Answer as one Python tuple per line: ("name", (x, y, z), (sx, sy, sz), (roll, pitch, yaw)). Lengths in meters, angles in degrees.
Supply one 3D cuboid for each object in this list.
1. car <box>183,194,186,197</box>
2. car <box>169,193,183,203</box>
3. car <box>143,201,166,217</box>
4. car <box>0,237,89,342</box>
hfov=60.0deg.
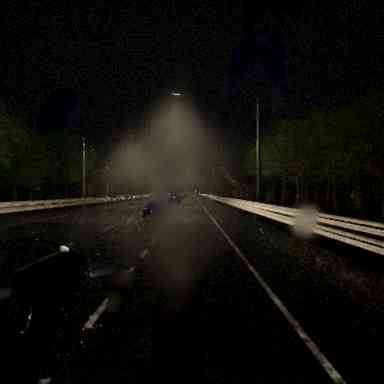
("car", (-3.468, 1.474, 93.331), (1.882, 1.535, 5.008), (0, 0, 0))
("car", (-3.474, 1.236, 67.678), (2.150, 2.045, 5.566), (0, 0, 0))
("car", (-3.489, 1.553, 31.630), (1.812, 1.442, 4.674), (0, 0, 0))
("car", (-3.498, 1.568, 6.495), (1.994, 1.385, 4.181), (0, 0, 0))
